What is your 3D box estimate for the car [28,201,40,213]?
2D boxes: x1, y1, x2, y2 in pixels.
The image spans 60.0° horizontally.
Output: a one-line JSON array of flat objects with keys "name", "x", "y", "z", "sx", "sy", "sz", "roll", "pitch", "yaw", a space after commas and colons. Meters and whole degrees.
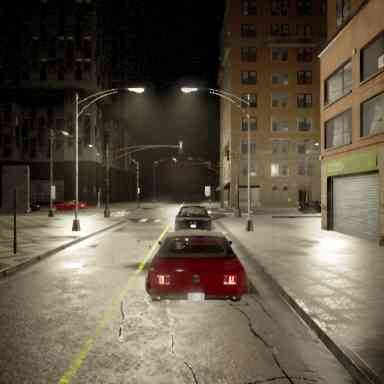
[{"name": "car", "x": -20.212, "y": 1.726, "z": 39.240, "sx": 4.313, "sy": 1.339, "sz": 1.947, "roll": 0, "pitch": 0, "yaw": 0}]

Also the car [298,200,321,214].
[{"name": "car", "x": 12.032, "y": 1.415, "z": 30.761, "sx": 4.313, "sy": 1.339, "sz": 1.947, "roll": 0, "pitch": 0, "yaw": 0}]

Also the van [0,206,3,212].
[{"name": "van", "x": -20.193, "y": 1.426, "z": 30.716, "sx": 3.998, "sy": 1.788, "sz": 1.690, "roll": 0, "pitch": 0, "yaw": 0}]

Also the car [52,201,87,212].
[{"name": "car", "x": -14.564, "y": 1.702, "z": 39.248, "sx": 4.206, "sy": 1.307, "sz": 1.802, "roll": 0, "pitch": 0, "yaw": 0}]

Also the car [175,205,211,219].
[{"name": "car", "x": 0.054, "y": 1.474, "z": 18.362, "sx": 1.882, "sy": 1.535, "sz": 5.008, "roll": 0, "pitch": 0, "yaw": 0}]

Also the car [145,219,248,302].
[{"name": "car", "x": 0.079, "y": 1.601, "z": 8.213, "sx": 1.895, "sy": 1.301, "sz": 4.718, "roll": 0, "pitch": 0, "yaw": 0}]
